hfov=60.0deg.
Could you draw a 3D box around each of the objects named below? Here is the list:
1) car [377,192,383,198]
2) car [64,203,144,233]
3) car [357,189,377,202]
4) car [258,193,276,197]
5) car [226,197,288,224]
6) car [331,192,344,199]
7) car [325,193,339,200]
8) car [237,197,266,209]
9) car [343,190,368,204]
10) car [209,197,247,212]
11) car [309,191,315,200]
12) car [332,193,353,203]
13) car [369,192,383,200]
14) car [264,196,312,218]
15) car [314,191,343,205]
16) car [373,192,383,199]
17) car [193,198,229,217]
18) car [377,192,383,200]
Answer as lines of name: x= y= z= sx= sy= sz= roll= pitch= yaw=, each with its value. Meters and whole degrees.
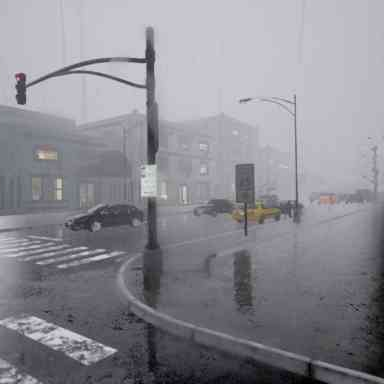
car: x=43.133 y=0.652 z=75.166 sx=1.887 sy=1.381 sz=4.507 roll=-1 pitch=0 yaw=36
car: x=-4.852 y=1.399 z=18.988 sx=1.837 sy=1.490 sz=4.892 roll=-1 pitch=-1 yaw=36
car: x=26.940 y=0.576 z=52.201 sx=2.150 sy=2.045 sz=5.566 roll=-1 pitch=0 yaw=36
car: x=8.157 y=1.036 z=36.878 sx=2.097 sy=1.767 sz=4.553 roll=-1 pitch=0 yaw=36
car: x=4.384 y=1.242 z=21.839 sx=1.752 sy=1.417 sz=4.829 roll=-1 pitch=0 yaw=36
car: x=33.277 y=0.743 z=75.868 sx=1.967 sy=1.590 sz=4.097 roll=-1 pitch=0 yaw=36
car: x=30.026 y=0.935 z=71.392 sx=1.802 sy=1.307 sz=4.206 roll=-1 pitch=0 yaw=36
car: x=7.264 y=1.293 z=40.058 sx=1.802 sy=1.307 sz=4.206 roll=-1 pitch=0 yaw=36
car: x=22.845 y=0.924 z=46.490 sx=1.837 sy=1.490 sz=4.892 roll=-1 pitch=0 yaw=36
car: x=3.911 y=1.289 z=35.443 sx=1.752 sy=1.417 sz=4.829 roll=-1 pitch=0 yaw=36
car: x=23.519 y=0.768 z=62.439 sx=2.192 sy=1.841 sz=5.009 roll=-1 pitch=0 yaw=36
car: x=24.463 y=0.901 z=53.906 sx=2.128 sy=1.511 sz=4.902 roll=-1 pitch=0 yaw=36
car: x=36.803 y=0.770 z=66.465 sx=1.947 sy=1.339 sz=4.313 roll=-1 pitch=0 yaw=36
car: x=7.536 y=1.217 z=26.178 sx=2.008 sy=1.369 sz=4.403 roll=-1 pitch=0 yaw=36
car: x=19.217 y=0.845 z=46.683 sx=2.097 sy=1.767 sz=4.553 roll=-1 pitch=0 yaw=35
car: x=40.055 y=0.720 z=70.942 sx=1.947 sy=1.339 sz=4.313 roll=-1 pitch=0 yaw=36
car: x=1.997 y=1.308 z=28.398 sx=1.812 sy=1.442 sz=4.674 roll=-1 pitch=0 yaw=36
car: x=33.549 y=0.570 z=61.988 sx=2.192 sy=1.841 sz=5.009 roll=-1 pitch=0 yaw=36
